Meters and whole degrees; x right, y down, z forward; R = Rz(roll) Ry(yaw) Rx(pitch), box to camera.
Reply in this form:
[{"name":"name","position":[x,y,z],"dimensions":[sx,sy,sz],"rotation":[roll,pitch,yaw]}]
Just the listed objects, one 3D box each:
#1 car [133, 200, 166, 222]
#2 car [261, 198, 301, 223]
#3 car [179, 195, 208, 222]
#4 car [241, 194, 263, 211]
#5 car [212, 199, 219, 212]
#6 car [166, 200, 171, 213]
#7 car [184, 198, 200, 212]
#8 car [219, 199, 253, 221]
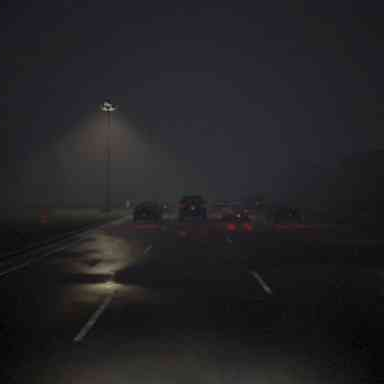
[{"name":"car","position":[-3.438,1.528,26.629],"dimensions":[1.882,1.535,5.008],"rotation":[0,0,0]},{"name":"car","position":[7.062,1.526,26.224],"dimensions":[1.882,1.535,5.008],"rotation":[0,0,0]},{"name":"car","position":[0.082,1.273,27.121],"dimensions":[2.150,2.045,5.566],"rotation":[0,0,1]},{"name":"car","position":[7.037,1.295,38.656],"dimensions":[2.150,2.045,5.566],"rotation":[0,0,0]},{"name":"car","position":[3.547,1.567,40.534],"dimensions":[2.128,1.511,4.902],"rotation":[0,0,0]},{"name":"car","position":[-3.464,1.620,38.468],"dimensions":[2.033,1.411,5.357],"rotation":[0,0,0]},{"name":"car","position":[0.053,1.555,41.542],"dimensions":[1.882,1.535,5.008],"rotation":[0,0,0]},{"name":"car","position":[3.570,1.577,27.709],"dimensions":[1.812,1.442,4.674],"rotation":[0,0,0]}]
